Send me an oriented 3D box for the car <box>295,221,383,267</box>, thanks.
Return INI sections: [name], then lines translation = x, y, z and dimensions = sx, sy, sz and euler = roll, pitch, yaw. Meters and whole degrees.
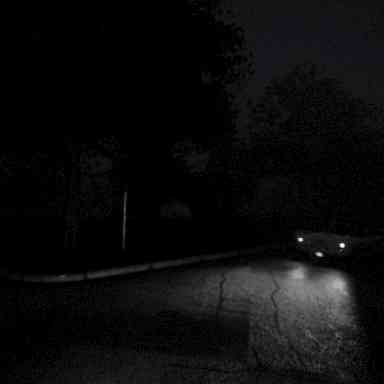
[car]
translation = 5.841, 1.801, 12.453
dimensions = 4.718, 1.301, 1.895
euler = 2, 0, -42
